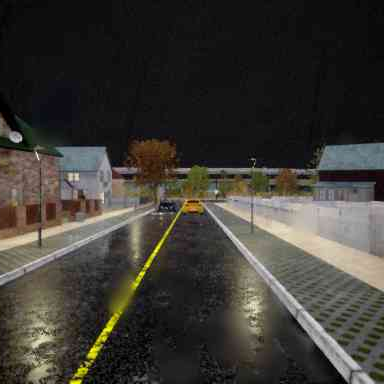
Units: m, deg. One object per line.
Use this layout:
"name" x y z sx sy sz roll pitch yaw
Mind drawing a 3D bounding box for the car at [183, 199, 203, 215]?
"car" 0.119 1.470 33.979 1.882 1.535 5.008 0 0 0

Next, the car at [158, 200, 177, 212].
"car" -2.748 1.558 37.943 1.994 1.385 4.181 0 0 0

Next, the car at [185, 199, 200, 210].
"car" 0.123 1.600 44.513 1.895 1.301 4.718 0 0 0
